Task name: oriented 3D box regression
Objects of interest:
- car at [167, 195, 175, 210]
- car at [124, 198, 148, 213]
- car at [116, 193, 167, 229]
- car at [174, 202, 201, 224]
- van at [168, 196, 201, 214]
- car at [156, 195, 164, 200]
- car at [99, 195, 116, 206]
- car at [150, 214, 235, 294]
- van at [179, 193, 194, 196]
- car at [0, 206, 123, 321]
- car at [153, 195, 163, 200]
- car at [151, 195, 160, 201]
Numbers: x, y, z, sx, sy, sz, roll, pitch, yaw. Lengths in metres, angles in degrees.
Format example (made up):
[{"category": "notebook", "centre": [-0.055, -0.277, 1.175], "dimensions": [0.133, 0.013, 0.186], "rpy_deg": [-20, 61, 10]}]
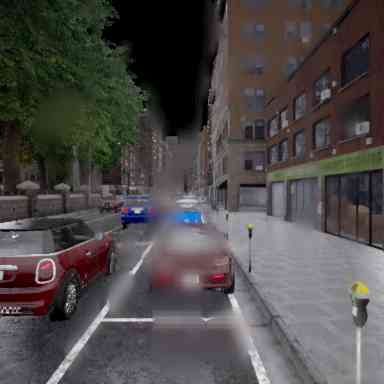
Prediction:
[{"category": "car", "centre": [-3.071, 1.452, 38.455], "dimensions": [1.882, 1.535, 5.008], "rpy_deg": [0, 0, 0]}, {"category": "car", "centre": [-6.222, 1.453, 37.601], "dimensions": [1.882, 1.535, 5.008], "rpy_deg": [0, 0, 0]}, {"category": "car", "centre": [-3.081, 1.213, 21.595], "dimensions": [2.150, 2.045, 5.566], "rpy_deg": [0, 0, 0]}, {"category": "car", "centre": [-0.290, 1.532, 25.659], "dimensions": [1.887, 1.381, 4.507], "rpy_deg": [0, 0, 0]}, {"category": "van", "centre": [-0.290, 1.333, 19.998], "dimensions": [1.690, 1.788, 3.998], "rpy_deg": [0, 0, 0]}, {"category": "car", "centre": [-8.815, 1.438, 91.530], "dimensions": [1.887, 1.381, 4.507], "rpy_deg": [0, 0, 0]}, {"category": "car", "centre": [-8.815, 1.291, 36.940], "dimensions": [2.192, 1.841, 5.009], "rpy_deg": [0, 0, 0]}, {"category": "car", "centre": [0.004, 1.524, 8.650], "dimensions": [1.812, 1.442, 4.674], "rpy_deg": [0, 0, 0]}, {"category": "van", "centre": [-0.290, 1.317, 36.980], "dimensions": [1.690, 1.788, 3.998], "rpy_deg": [0, 0, 0]}, {"category": "car", "centre": [-3.145, 1.349, 7.424], "dimensions": [2.097, 1.767, 4.553], "rpy_deg": [0, 0, 0]}, {"category": "car", "centre": [-8.815, 1.450, 86.079], "dimensions": [2.008, 1.369, 4.403], "rpy_deg": [0, 0, 0]}, {"category": "car", "centre": [-8.815, 1.432, 80.459], "dimensions": [1.752, 1.417, 4.829], "rpy_deg": [0, 0, 0]}]
